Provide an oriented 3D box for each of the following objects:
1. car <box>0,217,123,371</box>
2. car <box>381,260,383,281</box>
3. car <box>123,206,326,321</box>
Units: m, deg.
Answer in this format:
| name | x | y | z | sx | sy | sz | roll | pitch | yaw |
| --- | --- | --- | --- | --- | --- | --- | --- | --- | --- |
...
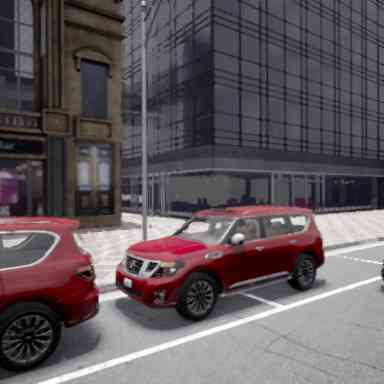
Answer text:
| name | x | y | z | sx | sy | sz | roll | pitch | yaw |
| --- | --- | --- | --- | --- | --- | --- | --- | --- | --- |
| car | -3.689 | 1.320 | 4.135 | 5.009 | 1.841 | 2.192 | 0 | 0 | -35 |
| car | 6.364 | 1.464 | 7.907 | 4.674 | 1.442 | 1.812 | 0 | 0 | -35 |
| car | 0.905 | 1.283 | 7.405 | 5.009 | 1.841 | 2.192 | 0 | 0 | -35 |
